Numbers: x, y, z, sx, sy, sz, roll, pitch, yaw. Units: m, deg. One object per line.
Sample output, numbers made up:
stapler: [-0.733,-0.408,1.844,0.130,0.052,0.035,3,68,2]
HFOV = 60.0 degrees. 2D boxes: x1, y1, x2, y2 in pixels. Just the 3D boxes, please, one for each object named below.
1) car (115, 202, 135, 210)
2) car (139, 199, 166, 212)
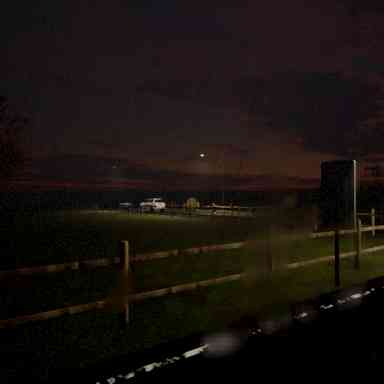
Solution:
car: [-12.428,2.631,61.788,2.033,1.411,5.357,0,-1,-34]
car: [-6.347,2.094,53.006,2.150,2.045,5.566,0,-1,-36]
